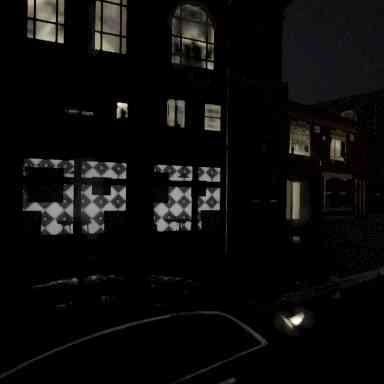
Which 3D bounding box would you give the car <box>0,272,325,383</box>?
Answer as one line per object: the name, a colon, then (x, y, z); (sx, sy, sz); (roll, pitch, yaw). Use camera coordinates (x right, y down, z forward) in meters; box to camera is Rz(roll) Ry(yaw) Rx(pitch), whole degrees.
car: (-1.048, 1.505, 2.367); (4.892, 1.490, 1.837); (0, 0, -35)
